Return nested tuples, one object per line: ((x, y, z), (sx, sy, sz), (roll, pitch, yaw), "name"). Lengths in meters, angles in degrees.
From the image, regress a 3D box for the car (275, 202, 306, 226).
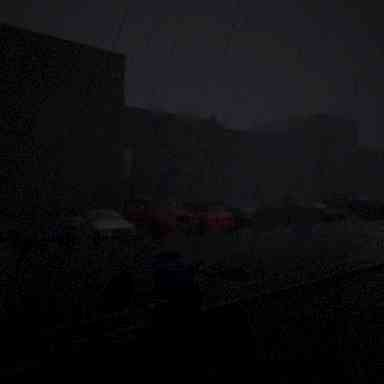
((4.785, 1.494, 22.063), (2.002, 1.452, 4.674), (0, 0, -36), "car")

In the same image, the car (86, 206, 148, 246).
((-4.196, 1.535, 15.658), (2.002, 1.452, 4.674), (0, 0, -36), "car")

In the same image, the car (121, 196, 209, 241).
((-1.934, 1.234, 17.235), (2.435, 2.045, 5.566), (0, 0, -36), "car")

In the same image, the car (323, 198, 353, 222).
((9.271, 1.473, 25.271), (2.002, 1.452, 4.674), (0, 0, -36), "car")

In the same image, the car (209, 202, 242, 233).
((0.312, 1.350, 18.835), (2.185, 1.767, 4.553), (0, 0, -36), "car")

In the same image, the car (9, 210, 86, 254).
((-6.423, 1.534, 14.030), (2.163, 1.488, 4.792), (0, 0, -36), "car")

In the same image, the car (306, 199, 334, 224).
((7.031, 1.443, 23.663), (2.097, 1.535, 5.008), (0, 0, -36), "car")

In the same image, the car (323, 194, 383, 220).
((13.776, 1.167, 28.449), (2.435, 2.045, 5.566), (0, 0, -36), "car")

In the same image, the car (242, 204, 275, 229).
((2.435, 1.505, 20.385), (2.002, 1.452, 4.674), (0, 0, -36), "car")
